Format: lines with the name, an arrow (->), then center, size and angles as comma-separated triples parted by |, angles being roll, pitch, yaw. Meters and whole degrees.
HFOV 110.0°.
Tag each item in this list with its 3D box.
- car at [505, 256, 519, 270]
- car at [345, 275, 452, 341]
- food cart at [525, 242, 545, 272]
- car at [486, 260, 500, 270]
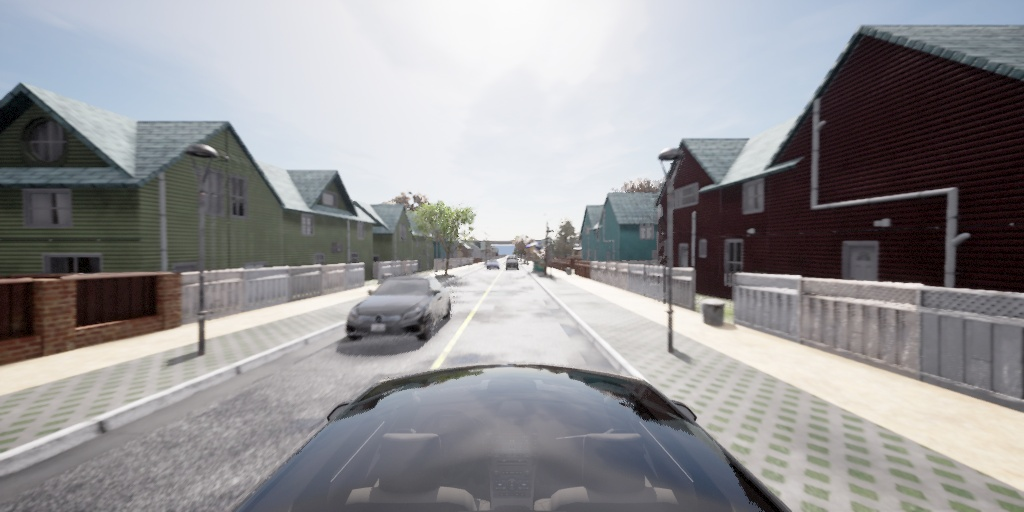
car -> 0.026, 1.218, 52.568 | 1.882, 1.535, 5.008 | 0, 0, 0
car -> -2.859, 1.272, 10.016 | 1.812, 1.442, 4.674 | 0, 0, 0
food cart -> 3.023, 0.206, 42.059 | 2.280, 3.560, 4.660 | 0, 0, 0
car -> -2.789, 1.266, 53.322 | 1.812, 1.442, 4.674 | 0, 0, 0
